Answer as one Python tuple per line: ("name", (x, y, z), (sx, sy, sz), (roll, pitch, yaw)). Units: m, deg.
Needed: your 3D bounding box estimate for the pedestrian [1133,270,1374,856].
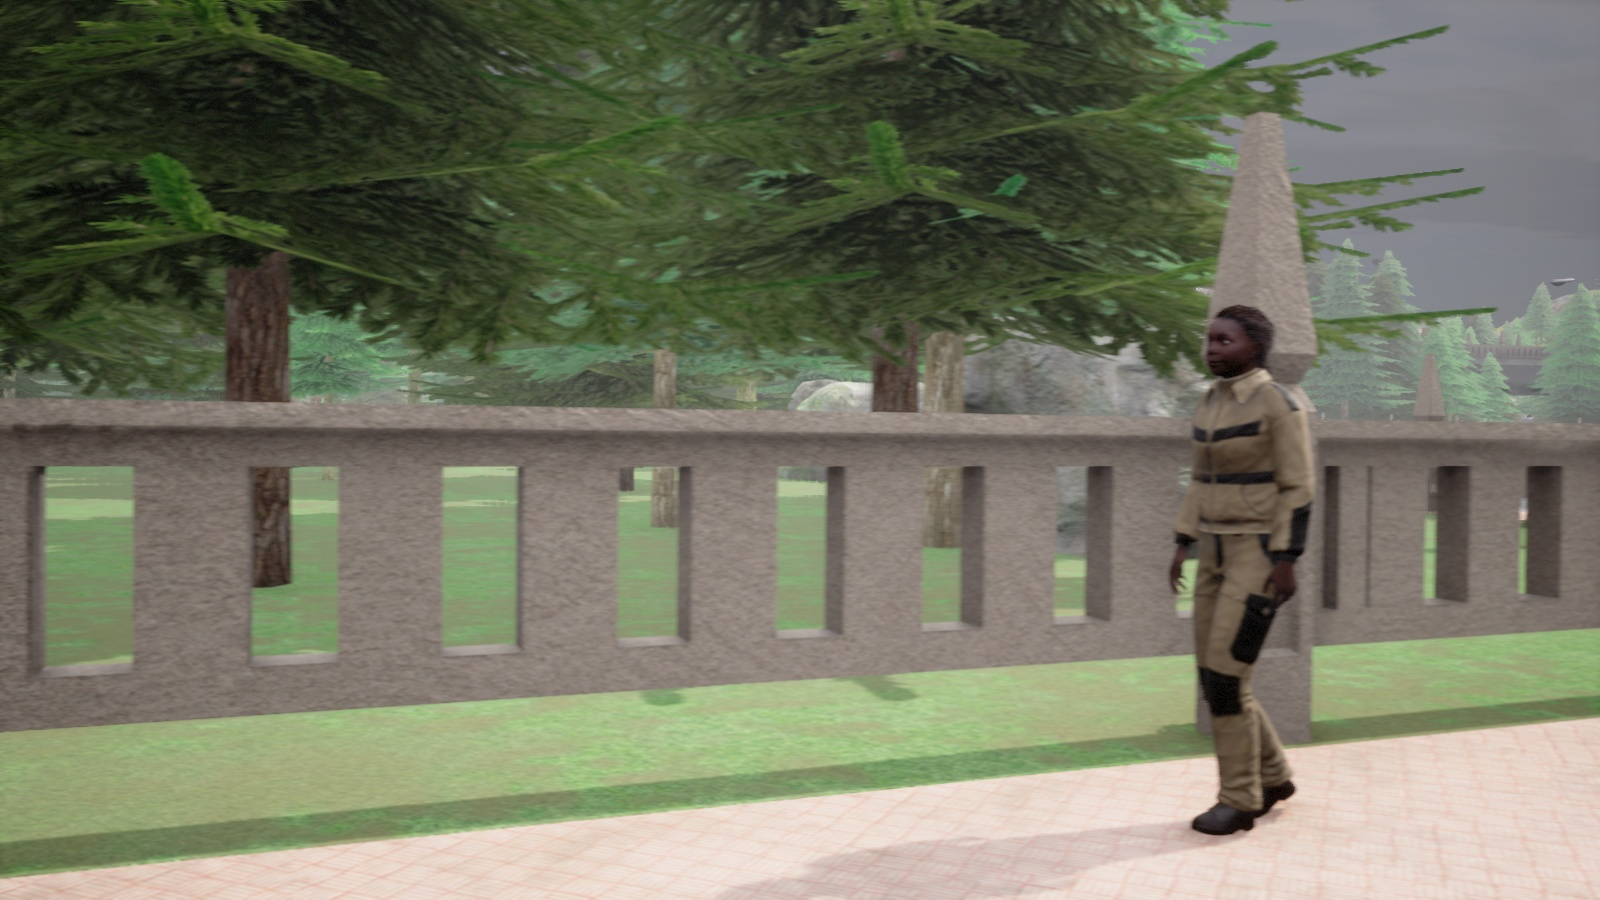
("pedestrian", (1.589, 0.367, 4.421), (0.692, 1.930, 0.396), (-1, 1, -18))
